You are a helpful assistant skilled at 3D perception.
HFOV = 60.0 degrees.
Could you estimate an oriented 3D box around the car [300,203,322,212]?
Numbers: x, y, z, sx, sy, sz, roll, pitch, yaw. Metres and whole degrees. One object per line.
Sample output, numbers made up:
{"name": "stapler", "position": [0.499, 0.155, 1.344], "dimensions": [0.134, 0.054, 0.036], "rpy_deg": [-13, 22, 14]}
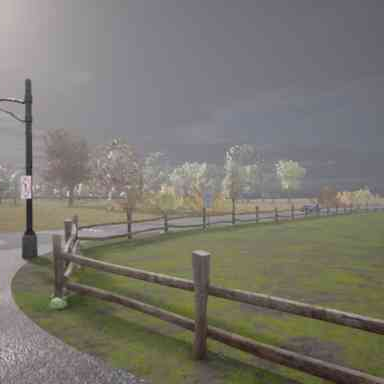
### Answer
{"name": "car", "position": [19.009, 2.448, 52.902], "dimensions": [2.033, 1.411, 5.357], "rpy_deg": [-1, -2, 40]}
